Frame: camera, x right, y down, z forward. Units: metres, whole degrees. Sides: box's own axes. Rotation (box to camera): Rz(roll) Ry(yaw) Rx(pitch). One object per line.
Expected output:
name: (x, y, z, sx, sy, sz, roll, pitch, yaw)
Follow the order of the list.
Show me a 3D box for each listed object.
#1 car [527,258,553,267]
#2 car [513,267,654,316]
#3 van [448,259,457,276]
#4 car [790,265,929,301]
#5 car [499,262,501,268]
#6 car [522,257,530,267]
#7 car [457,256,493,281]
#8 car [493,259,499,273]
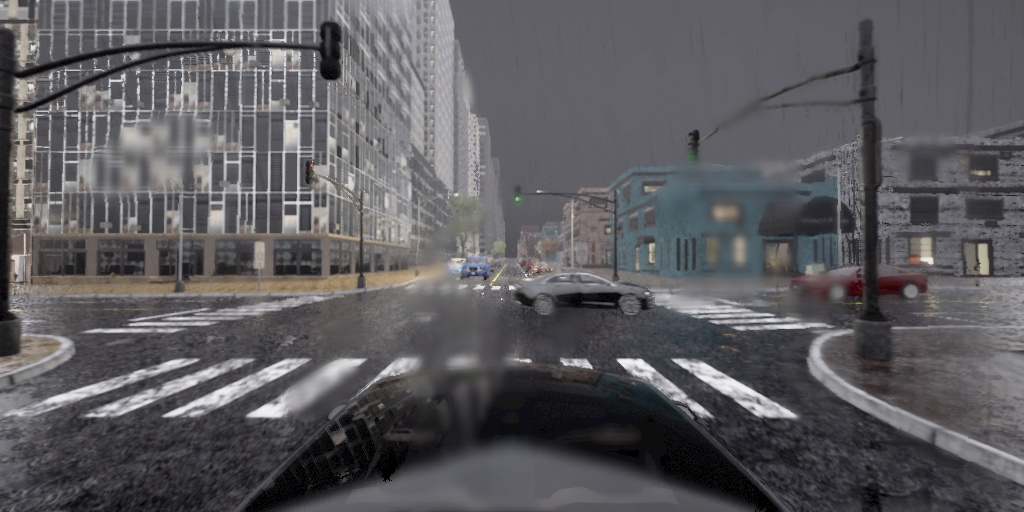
car: (2.686, 1.243, 32.179, 1.967, 1.591, 4.097, 0, 0, 0)
car: (2.475, 1.262, 12.837, 4.902, 1.511, 2.128, 0, 0, 1)
van: (-5.695, 1.154, 37.813, 1.690, 1.789, 3.998, 0, 0, 0)
car: (15.151, 1.123, 15.836, 5.008, 1.535, 1.882, -1, -1, 1)
car: (-3.015, 1.424, 64.841, 1.994, 1.385, 4.181, 0, 0, 0)
car: (2.685, 1.137, 43.527, 2.192, 1.841, 5.009, 0, 0, 0)
car: (-3.095, 1.025, 31.403, 2.150, 2.045, 5.566, 0, 0, 0)
car: (-3.094, 1.372, 44.965, 2.033, 1.411, 5.357, 0, 0, 0)
